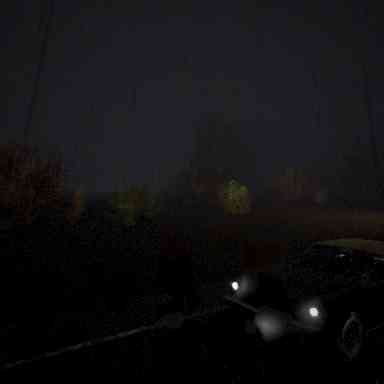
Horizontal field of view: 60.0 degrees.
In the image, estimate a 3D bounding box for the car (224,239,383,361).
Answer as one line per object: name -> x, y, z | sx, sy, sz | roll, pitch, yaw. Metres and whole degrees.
car -> 2.859, 1.602, 6.034 | 4.718, 1.301, 1.895 | 0, 0, -36
